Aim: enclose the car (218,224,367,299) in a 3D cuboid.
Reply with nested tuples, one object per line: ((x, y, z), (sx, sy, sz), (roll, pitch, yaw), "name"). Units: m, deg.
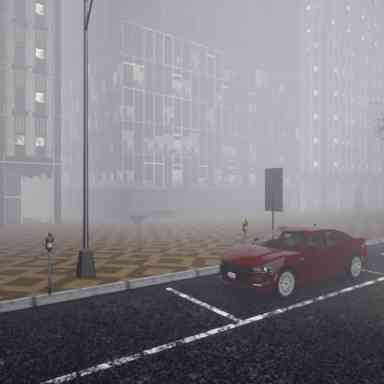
((2.684, 1.545, 8.476), (4.507, 1.381, 1.887), (0, 0, -36), "car")
